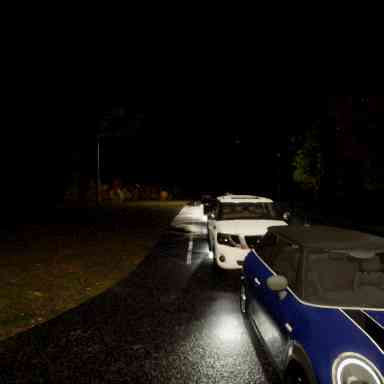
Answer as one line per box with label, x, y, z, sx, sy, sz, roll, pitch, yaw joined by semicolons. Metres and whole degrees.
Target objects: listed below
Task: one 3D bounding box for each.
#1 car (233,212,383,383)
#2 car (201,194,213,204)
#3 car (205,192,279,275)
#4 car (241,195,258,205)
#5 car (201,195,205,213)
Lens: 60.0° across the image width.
car;1.934;1.338;4.198;2.097;1.767;4.553;0;0;-1
car;2.460;1.187;55.962;1.882;1.535;5.008;0;0;2
car;1.666;1.160;10.542;2.150;2.045;5.566;0;0;1
car;9.299;1.286;53.888;1.994;1.385;4.181;0;0;1
car;1.960;1.342;30.896;1.837;1.490;4.892;0;0;1
